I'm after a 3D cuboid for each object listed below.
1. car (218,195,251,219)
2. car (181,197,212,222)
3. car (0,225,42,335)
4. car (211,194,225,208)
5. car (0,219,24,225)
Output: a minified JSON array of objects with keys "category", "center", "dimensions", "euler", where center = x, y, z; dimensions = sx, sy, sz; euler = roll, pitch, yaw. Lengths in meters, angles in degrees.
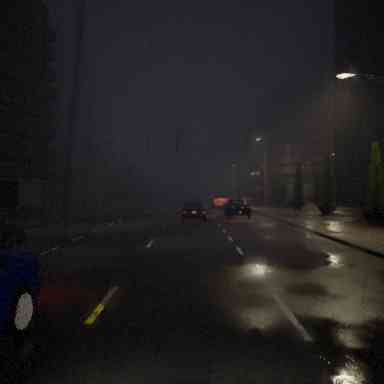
[{"category":"car","center":[3.626,1.305,27.294],"dimensions":[2.128,1.511,4.902],"euler":[0,1,0]},{"category":"car","center":[0.123,1.378,24.585],"dimensions":[2.033,1.411,5.357],"euler":[0,0,0]},{"category":"car","center":[-3.571,1.450,3.770],"dimensions":[1.882,1.535,5.008],"euler":[0,0,0]},{"category":"car","center":[3.626,1.059,42.590],"dimensions":[2.097,1.767,4.553],"euler":[0,0,0]},{"category":"car","center":[-7.085,1.476,10.137],"dimensions":[2.033,1.411,5.357],"euler":[0,0,0]}]
